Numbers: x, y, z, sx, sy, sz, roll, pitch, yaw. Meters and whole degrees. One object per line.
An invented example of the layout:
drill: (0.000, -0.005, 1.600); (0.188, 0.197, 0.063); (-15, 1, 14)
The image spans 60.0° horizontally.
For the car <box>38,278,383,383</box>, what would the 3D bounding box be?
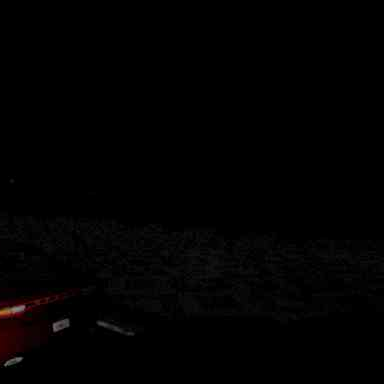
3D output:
car: (1.166, 1.543, 2.134); (4.507, 1.381, 1.887); (1, 1, 35)

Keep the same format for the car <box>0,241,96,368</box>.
car: (-3.429, 1.483, 5.397); (4.507, 1.381, 1.887); (1, 1, 35)
